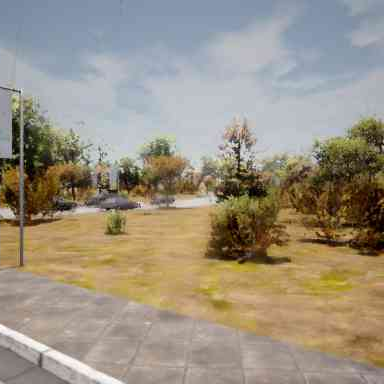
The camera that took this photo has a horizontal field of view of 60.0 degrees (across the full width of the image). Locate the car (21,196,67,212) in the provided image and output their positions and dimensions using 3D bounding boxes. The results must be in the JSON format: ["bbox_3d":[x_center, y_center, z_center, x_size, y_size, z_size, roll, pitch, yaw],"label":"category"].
[{"bbox_3d":[-17.695,1.347,39.941,2.097,1.767,4.553,0,0,39],"label":"car"}]

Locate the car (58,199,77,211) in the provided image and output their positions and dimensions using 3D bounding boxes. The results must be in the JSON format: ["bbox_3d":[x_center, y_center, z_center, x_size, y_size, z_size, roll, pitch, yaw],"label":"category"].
[{"bbox_3d":[-15.190,1.474,37.155,1.882,1.535,5.008,0,0,39],"label":"car"}]

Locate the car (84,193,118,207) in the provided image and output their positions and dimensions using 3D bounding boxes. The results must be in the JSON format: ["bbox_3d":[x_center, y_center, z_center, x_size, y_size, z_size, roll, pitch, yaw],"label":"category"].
[{"bbox_3d":[-13.579,1.153,50.657,2.150,2.045,5.566,0,1,39],"label":"car"}]

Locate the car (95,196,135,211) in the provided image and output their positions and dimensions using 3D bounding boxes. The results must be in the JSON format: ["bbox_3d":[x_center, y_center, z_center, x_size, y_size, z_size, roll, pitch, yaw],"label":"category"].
[{"bbox_3d":[-8.482,1.520,39.919,2.033,1.411,5.357,0,0,39],"label":"car"}]

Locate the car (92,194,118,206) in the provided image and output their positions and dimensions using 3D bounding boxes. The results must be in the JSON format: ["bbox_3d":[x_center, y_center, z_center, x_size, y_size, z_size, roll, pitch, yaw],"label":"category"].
[{"bbox_3d":[-11.451,1.466,47.708,1.812,1.442,4.674,0,0,38],"label":"car"}]

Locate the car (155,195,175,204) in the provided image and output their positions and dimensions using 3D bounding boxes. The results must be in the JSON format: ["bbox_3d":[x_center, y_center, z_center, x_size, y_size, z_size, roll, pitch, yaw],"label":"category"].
[{"bbox_3d":[-4.933,1.302,55.817,2.128,1.511,4.902,0,1,39],"label":"car"}]
